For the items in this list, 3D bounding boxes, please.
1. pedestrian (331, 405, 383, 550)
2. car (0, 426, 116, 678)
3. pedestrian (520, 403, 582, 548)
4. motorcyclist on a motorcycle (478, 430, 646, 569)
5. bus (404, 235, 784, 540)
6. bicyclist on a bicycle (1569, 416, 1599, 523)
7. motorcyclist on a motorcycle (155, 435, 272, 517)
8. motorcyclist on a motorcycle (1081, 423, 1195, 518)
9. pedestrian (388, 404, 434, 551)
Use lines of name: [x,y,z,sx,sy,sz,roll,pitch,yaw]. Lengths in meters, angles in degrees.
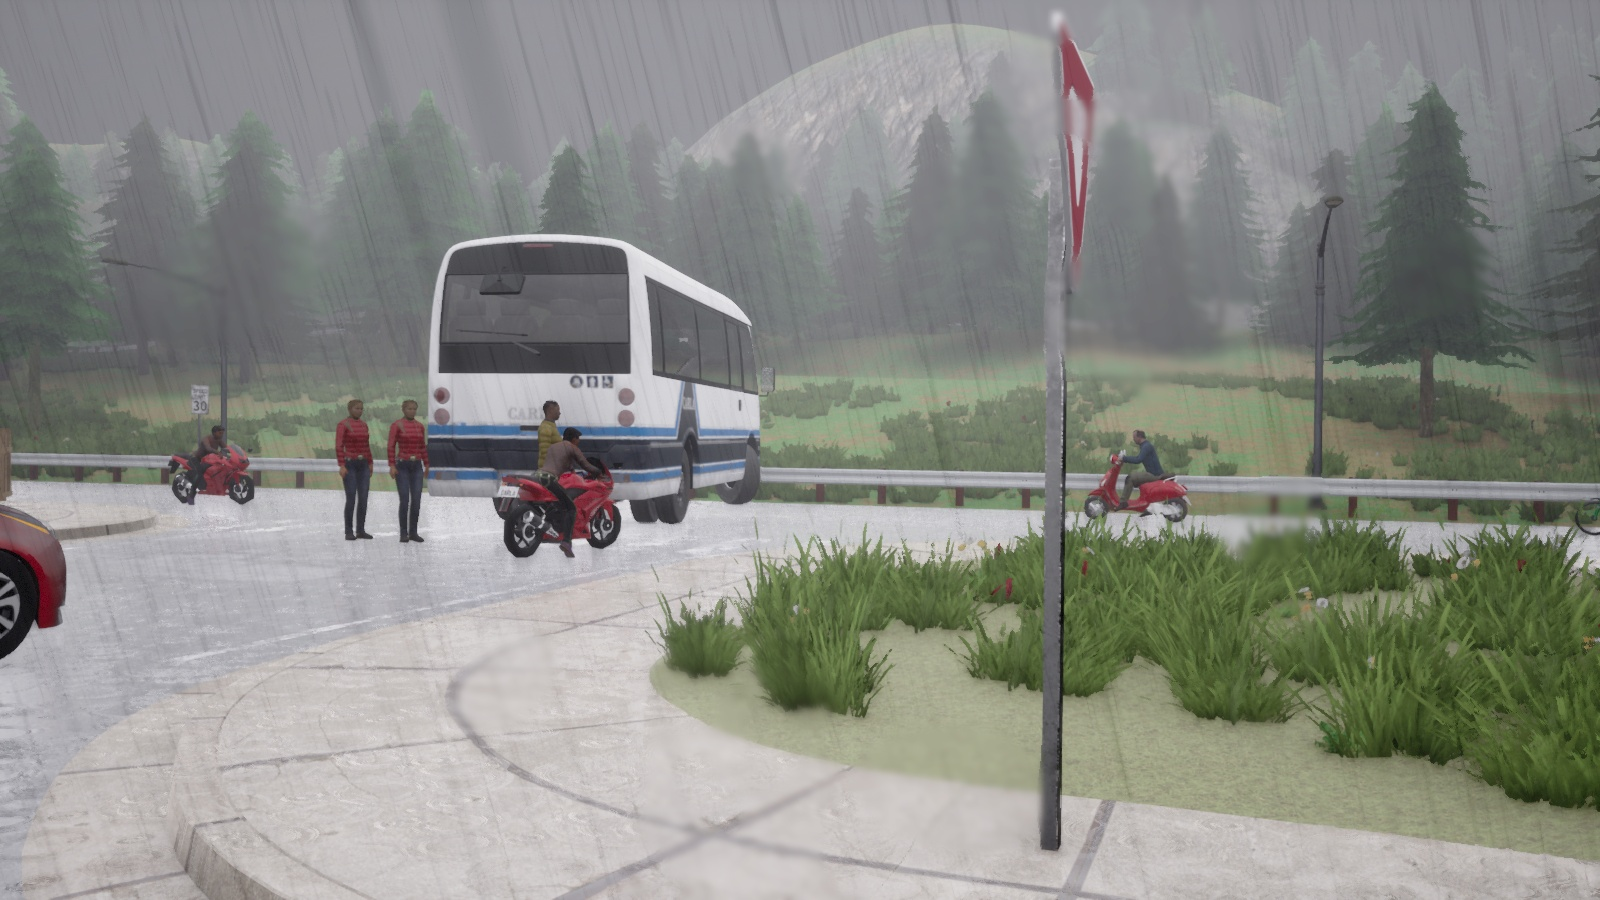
pedestrian: [-5.740,0.347,16.265,0.636,1.846,0.331,0,1,40]
car: [-6.277,0.644,6.586,2.007,1.525,4.514,0,1,20]
pedestrian: [-3.201,0.324,16.200,0.709,1.840,0.431,-1,1,-3]
motorcyclist on a motorcycle: [-2.795,0.534,14.971,0.797,1.523,2.044,0,1,31]
bus: [-3.003,-0.927,22.821,3.944,4.253,10.273,0,1,8]
bicyclist on a bicycle: [12.717,0.291,19.193,1.509,1.612,0.866,0,1,20]
motorcyclist on a motorcycle: [-11.264,0.486,24.119,2.044,1.523,0.797,0,1,20]
motorcyclist on a motorcycle: [5.839,0.336,21.669,1.817,1.590,0.866,0,1,19]
pedestrian: [-4.989,0.342,16.085,0.331,1.846,0.636,-1,1,-38]
